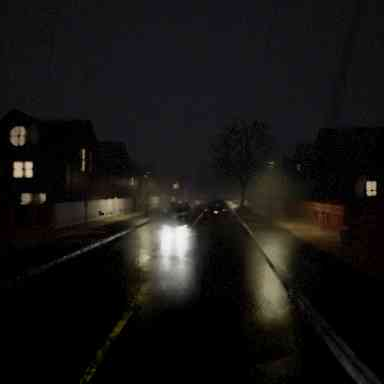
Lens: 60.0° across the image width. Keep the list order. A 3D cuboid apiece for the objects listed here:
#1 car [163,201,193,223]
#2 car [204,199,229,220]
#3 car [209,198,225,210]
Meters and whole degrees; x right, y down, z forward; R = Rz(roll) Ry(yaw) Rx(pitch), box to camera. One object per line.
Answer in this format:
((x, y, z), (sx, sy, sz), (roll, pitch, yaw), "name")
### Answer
((-1.021, 1.482, 25.543), (2.128, 1.511, 4.902), (0, 0, 5), "car")
((2.004, 1.522, 27.563), (1.994, 1.385, 4.181), (0, 0, 5), "car")
((3.236, 1.551, 42.996), (1.994, 1.385, 4.181), (0, 0, 5), "car")
